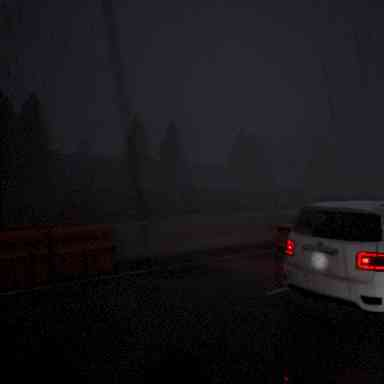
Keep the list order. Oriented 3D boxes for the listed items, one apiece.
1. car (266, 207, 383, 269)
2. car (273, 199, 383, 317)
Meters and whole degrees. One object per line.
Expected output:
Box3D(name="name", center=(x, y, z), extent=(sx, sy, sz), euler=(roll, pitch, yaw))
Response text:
Box3D(name="car", center=(5.036, 1.405, 11.754), extent=(5.008, 1.535, 1.882), euler=(-1, 0, -36))
Box3D(name="car", center=(4.339, 1.170, 6.965), extent=(5.566, 2.045, 2.150), euler=(-1, 0, -33))
